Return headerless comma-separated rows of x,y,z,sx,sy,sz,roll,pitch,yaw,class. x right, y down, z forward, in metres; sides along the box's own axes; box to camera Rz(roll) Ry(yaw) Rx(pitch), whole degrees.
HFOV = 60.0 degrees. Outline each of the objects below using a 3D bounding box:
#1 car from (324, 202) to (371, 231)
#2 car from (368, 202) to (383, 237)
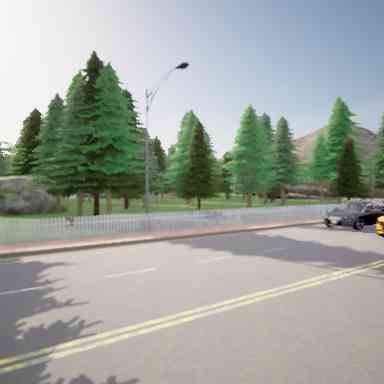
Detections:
9.728,1.347,19.455,4.902,1.511,2.128,0,0,-35,car
10.788,1.342,15.924,5.008,1.535,1.882,0,0,-35,car
